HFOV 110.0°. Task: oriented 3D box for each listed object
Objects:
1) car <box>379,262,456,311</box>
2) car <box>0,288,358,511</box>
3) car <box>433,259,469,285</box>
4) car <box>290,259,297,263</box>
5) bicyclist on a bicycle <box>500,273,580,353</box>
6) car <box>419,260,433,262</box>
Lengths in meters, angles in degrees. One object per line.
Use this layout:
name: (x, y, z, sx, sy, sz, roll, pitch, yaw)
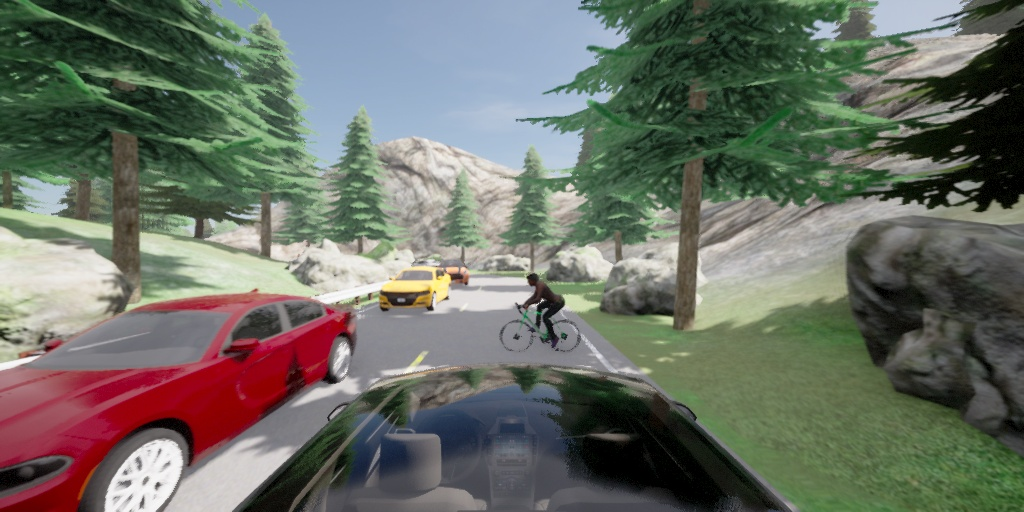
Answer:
car: (-3.672, 1.178, 14.337, 1.882, 1.535, 5.008, 0, 0, 0)
car: (-3.607, 1.220, 4.234, 1.882, 1.535, 5.008, 0, 0, 0)
car: (-4.112, 1.010, 24.421, 2.097, 1.767, 4.553, 0, 0, -12)
car: (-24.938, 1.080, 42.306, 5.008, 1.535, 1.882, 0, 0, -1)
bicyclist on a bicycle: (0.579, 1.176, 7.309, 1.656, 1.620, 0.582, 0, 0, -1)
car: (-9.272, 1.127, 38.935, 4.674, 1.442, 1.812, 0, 0, 37)
